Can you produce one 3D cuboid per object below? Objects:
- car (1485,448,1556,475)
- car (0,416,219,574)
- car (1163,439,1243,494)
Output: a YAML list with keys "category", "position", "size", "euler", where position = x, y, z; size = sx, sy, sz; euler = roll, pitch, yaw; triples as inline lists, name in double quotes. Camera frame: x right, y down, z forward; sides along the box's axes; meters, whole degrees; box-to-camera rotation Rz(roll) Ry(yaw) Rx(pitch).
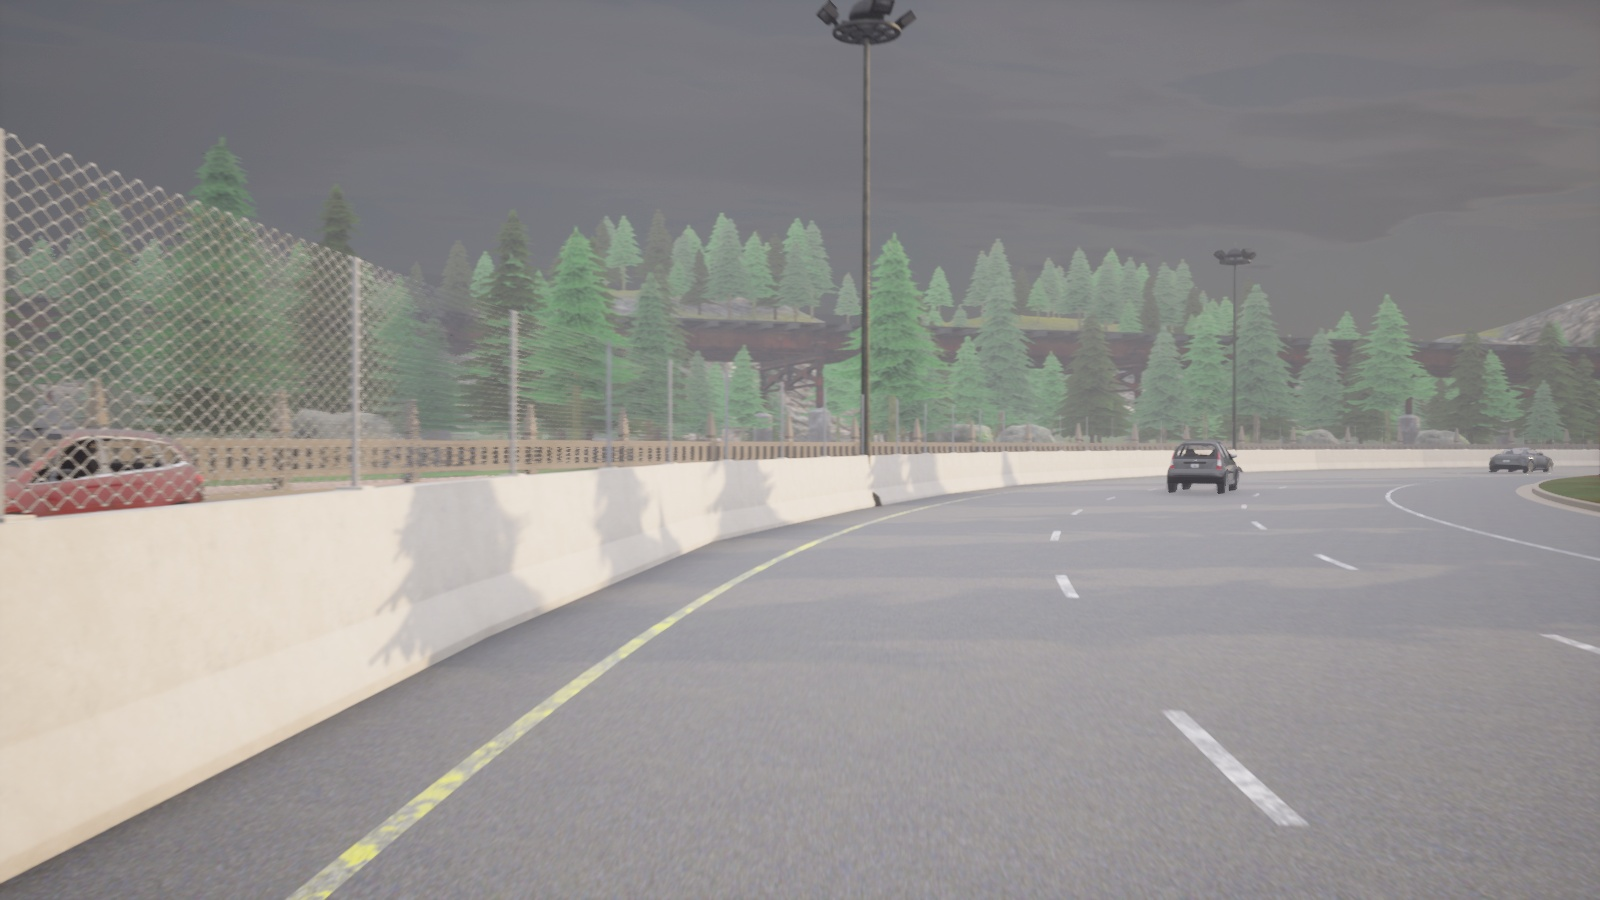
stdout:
- category: "car"
  position: [38.692, 0.612, 67.370]
  size: [4.181, 1.385, 1.994]
  euler: [0, 0, -40]
- category: "car"
  position: [-9.342, 0.464, 14.956]
  size: [2.242, 1.667, 4.611]
  euler: [0, 0, 8]
- category: "car"
  position: [12.792, 0.482, 39.721]
  size: [1.851, 1.617, 3.988]
  euler: [0, 0, 26]
